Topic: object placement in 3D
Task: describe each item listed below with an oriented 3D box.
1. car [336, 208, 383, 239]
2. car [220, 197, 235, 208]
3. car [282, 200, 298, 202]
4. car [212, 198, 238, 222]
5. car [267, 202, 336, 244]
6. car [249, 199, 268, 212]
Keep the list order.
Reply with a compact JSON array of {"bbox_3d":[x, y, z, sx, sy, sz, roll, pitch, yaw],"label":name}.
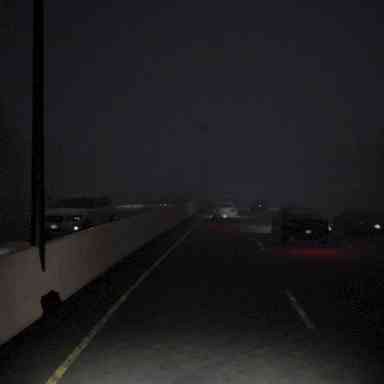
[{"bbox_3d":[8.629,1.532,17.063,1.994,1.385,4.181,0,0,7],"label":"car"},{"bbox_3d":[4.841,1.448,45.123,1.895,1.301,4.718,0,0,7],"label":"car"},{"bbox_3d":[10.999,1.501,37.522,1.895,1.301,4.718,0,0,7],"label":"car"},{"bbox_3d":[2.553,1.439,25.464,1.812,1.442,4.674,0,0,7],"label":"car"},{"bbox_3d":[4.949,1.437,15.763,1.882,1.535,5.008,0,0,7],"label":"car"},{"bbox_3d":[7.441,1.451,37.215,1.994,1.385,4.181,0,0,7],"label":"car"}]
